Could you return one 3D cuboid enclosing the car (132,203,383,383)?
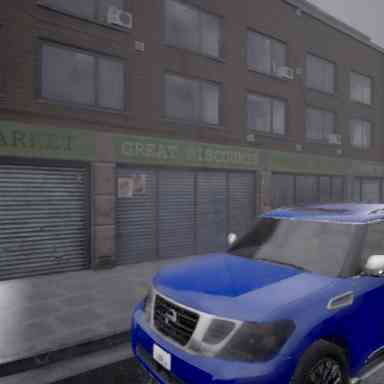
[{"bbox_3d":[1.948,1.221,4.804,5.566,2.045,2.150,0,0,-36],"label":"car"}]
